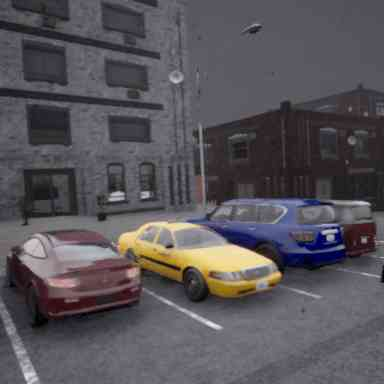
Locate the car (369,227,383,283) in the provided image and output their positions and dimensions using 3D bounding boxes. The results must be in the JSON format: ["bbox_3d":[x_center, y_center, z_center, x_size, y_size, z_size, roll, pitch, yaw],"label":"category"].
[{"bbox_3d":[6.309,1.559,7.875,4.181,1.385,1.994,0,0,-35],"label":"car"}]

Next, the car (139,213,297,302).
[{"bbox_3d":[-0.194,1.474,8.635,1.946,1.575,5.366,0,0,-35],"label":"car"}]

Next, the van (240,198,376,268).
[{"bbox_3d":[4.073,1.248,12.049,1.878,1.987,4.442,0,0,-35],"label":"van"}]

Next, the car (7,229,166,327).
[{"bbox_3d":[-2.675,1.519,7.091,2.002,1.452,4.674,0,0,-35],"label":"car"}]
